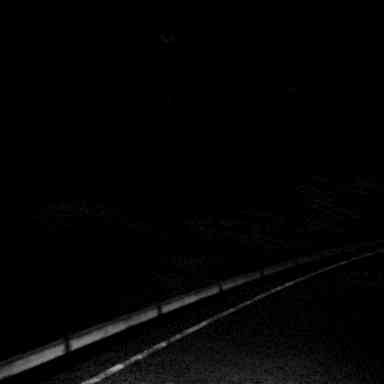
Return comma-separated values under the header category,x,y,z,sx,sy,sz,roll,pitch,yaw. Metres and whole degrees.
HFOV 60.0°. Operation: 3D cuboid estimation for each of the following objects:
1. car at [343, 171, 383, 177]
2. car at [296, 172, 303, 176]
category,x,y,z,sx,sy,sz,roll,pitch,yaw
car,25.192,-2.399,49.902,4.892,1.521,2.231,1,-4,0
car,14.255,-2.734,49.822,4.553,1.767,2.185,1,-4,0
